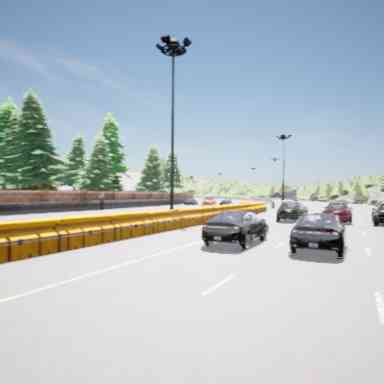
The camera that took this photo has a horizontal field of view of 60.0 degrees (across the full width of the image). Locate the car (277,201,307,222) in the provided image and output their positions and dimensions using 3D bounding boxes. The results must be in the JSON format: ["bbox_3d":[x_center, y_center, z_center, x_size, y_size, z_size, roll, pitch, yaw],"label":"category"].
[{"bbox_3d":[8.660,1.582,28.397,2.097,1.767,4.553,0,0,26],"label":"car"}]

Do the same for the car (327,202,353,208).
[{"bbox_3d":[11.798,1.603,26.847,2.097,1.767,4.553,0,0,26],"label":"car"}]

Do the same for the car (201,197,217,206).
[{"bbox_3d":[3.246,1.714,62.848,2.097,1.767,4.553,0,0,16],"label":"car"}]

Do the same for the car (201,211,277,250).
[{"bbox_3d":[2.081,1.591,15.006,2.128,1.511,4.902,0,0,27],"label":"car"}]

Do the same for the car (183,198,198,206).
[{"bbox_3d":[-0.234,1.895,63.342,1.994,1.385,4.181,0,0,17],"label":"car"}]

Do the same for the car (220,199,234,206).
[{"bbox_3d":[6.396,1.946,61.176,1.994,1.385,4.181,0,0,17],"label":"car"}]

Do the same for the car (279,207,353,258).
[{"bbox_3d":[5.218,1.612,13.455,2.128,1.511,4.902,0,0,27],"label":"car"}]

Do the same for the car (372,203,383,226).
[{"bbox_3d":[14.935,1.625,25.298,2.097,1.767,4.553,0,0,26],"label":"car"}]

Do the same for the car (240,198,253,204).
[{"bbox_3d":[10.113,1.897,61.398,1.882,1.535,5.008,0,0,16],"label":"car"}]
